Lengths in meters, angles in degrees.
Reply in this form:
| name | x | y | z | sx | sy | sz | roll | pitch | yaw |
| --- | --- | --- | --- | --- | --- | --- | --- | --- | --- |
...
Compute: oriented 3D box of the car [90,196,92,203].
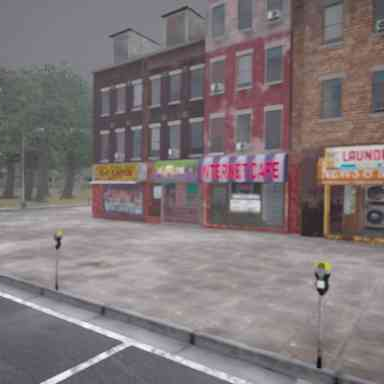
| name | x | y | z | sx | sy | sz | roll | pitch | yaw |
| --- | --- | --- | --- | --- | --- | --- | --- | --- | --- |
| car | -9.408 | 0.551 | 39.567 | 2.150 | 2.045 | 5.566 | 1 | 2 | 36 |
